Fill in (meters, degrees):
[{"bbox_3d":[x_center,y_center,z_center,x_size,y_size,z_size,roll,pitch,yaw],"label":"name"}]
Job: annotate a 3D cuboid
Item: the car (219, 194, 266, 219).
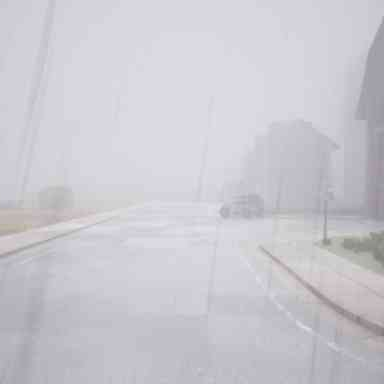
[{"bbox_3d":[4.167,1.146,27.596,1.905,1.878,3.866,-7,4,-42],"label":"car"}]
